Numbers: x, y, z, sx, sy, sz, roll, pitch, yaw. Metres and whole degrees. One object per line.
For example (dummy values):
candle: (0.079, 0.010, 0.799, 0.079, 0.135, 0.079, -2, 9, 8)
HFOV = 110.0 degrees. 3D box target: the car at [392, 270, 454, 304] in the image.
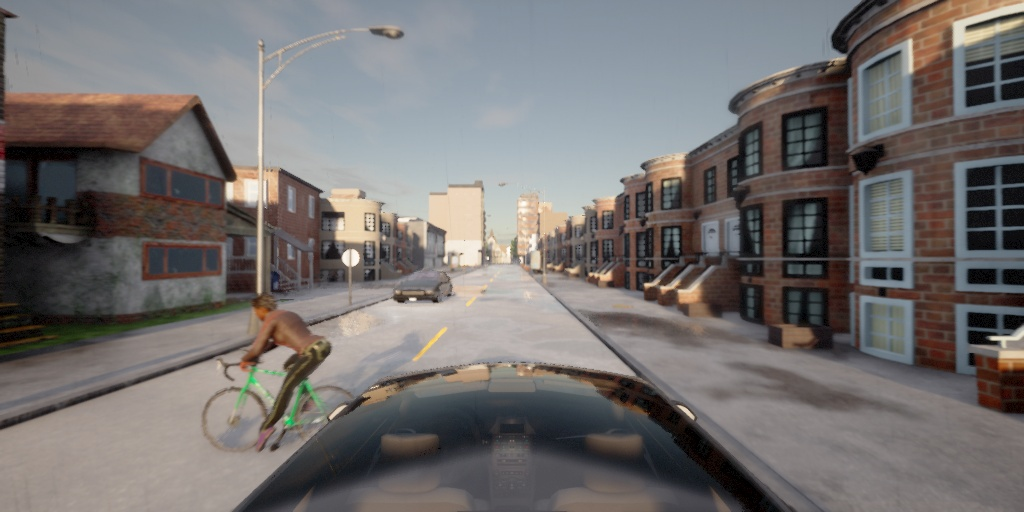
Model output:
car: (-4.041, 1.410, 17.354, 2.033, 1.411, 5.357, 0, 0, 1)

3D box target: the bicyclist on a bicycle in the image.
bicyclist on a bicycle: (-2.370, 1.217, 3.682, 1.656, 1.620, 0.582, -1, 0, 0)
